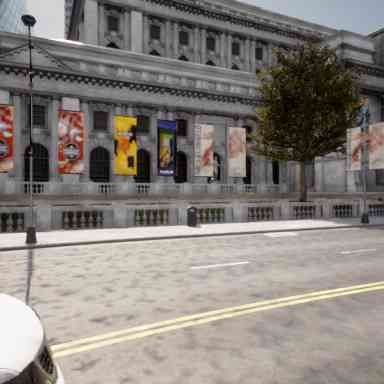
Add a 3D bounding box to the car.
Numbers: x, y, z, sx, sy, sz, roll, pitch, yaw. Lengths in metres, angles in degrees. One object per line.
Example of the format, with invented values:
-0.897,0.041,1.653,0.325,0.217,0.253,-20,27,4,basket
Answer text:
-3.408,1.222,1.234,5.566,2.045,2.150,0,0,-37,car
